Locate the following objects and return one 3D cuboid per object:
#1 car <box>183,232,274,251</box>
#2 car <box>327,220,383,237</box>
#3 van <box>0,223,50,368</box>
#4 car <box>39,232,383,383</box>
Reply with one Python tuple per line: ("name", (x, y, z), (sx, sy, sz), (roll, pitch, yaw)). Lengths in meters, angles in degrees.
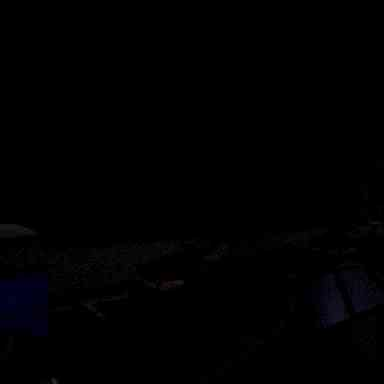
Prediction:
("car", (0.771, 1.585, 7.313), (4.206, 1.307, 1.802), (0, 0, -36))
("car", (5.379, 1.588, 10.601), (4.206, 1.307, 1.802), (0, 0, -36))
("van", (-3.836, 1.340, 4.025), (3.998, 1.788, 1.690), (0, 0, -36))
("car", (1.191, 1.549, 4.227), (5.357, 1.411, 2.033), (0, 0, -36))
